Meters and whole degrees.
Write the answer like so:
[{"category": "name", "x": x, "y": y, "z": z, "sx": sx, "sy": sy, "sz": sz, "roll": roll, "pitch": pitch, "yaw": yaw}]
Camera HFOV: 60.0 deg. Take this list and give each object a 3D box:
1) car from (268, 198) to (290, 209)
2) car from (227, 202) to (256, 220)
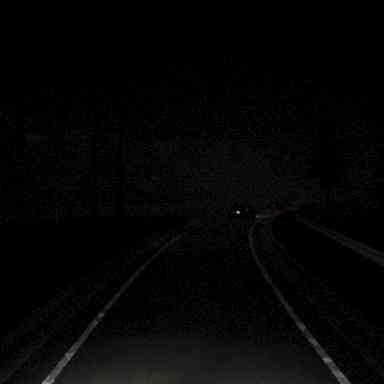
[{"category": "car", "x": 11.662, "y": 1.528, "z": 44.363, "sx": 1.812, "sy": 1.442, "sz": 4.674, "roll": 0, "pitch": 0, "yaw": 30}, {"category": "car", "x": 4.239, "y": 1.558, "z": 28.051, "sx": 1.994, "sy": 1.385, "sz": 4.181, "roll": 0, "pitch": 0, "yaw": 18}]
